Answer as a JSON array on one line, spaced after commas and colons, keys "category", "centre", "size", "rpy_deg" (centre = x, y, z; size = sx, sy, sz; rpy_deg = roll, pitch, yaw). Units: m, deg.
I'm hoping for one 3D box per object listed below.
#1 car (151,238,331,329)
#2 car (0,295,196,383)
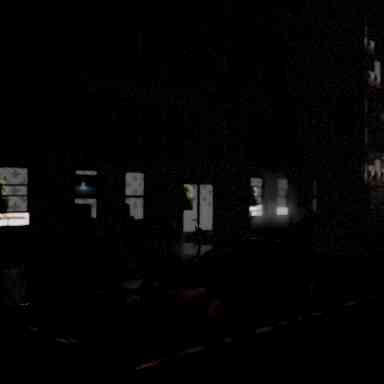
[{"category": "car", "centre": [1.199, 1.673, 7.027], "size": [4.206, 1.307, 1.802], "rpy_deg": [1, -1, -33]}, {"category": "car", "centre": [-2.450, 1.538, 1.600], "size": [4.674, 1.442, 1.812], "rpy_deg": [1, -1, -33]}]
